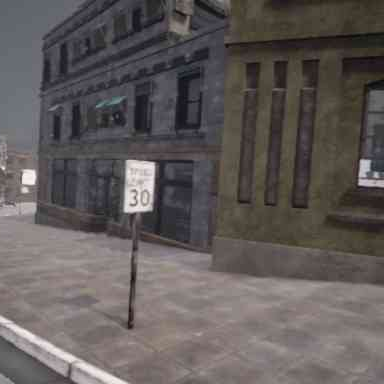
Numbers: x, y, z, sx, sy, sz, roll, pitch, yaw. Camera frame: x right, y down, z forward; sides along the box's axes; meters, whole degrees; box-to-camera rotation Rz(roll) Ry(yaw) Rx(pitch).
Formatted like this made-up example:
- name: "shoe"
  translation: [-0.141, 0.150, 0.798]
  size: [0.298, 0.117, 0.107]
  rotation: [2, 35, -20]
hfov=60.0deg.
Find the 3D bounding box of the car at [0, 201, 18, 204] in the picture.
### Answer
- name: "car"
  translation: [-26.150, 1.399, 46.394]
  size: [2.033, 1.411, 5.357]
  rotation: [4, -1, -1]
